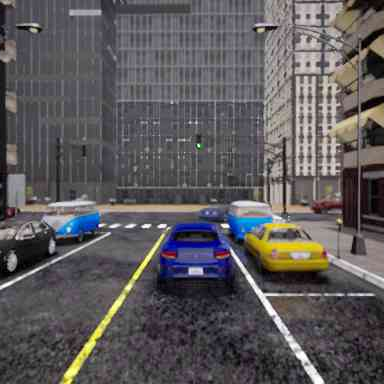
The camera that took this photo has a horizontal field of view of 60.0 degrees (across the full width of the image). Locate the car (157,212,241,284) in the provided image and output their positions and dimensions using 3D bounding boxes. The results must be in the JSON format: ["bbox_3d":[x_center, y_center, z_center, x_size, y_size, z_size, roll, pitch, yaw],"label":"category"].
[{"bbox_3d":[0.091,1.536,9.457,1.812,1.442,4.674,0,0,0],"label":"car"}]

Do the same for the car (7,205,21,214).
[{"bbox_3d":[-17.576,1.542,29.677,4.181,1.385,1.994,0,1,0],"label":"car"}]

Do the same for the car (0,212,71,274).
[{"bbox_3d":[-5.698,1.563,10.369,2.008,1.369,4.403,-1,0,0],"label":"car"}]

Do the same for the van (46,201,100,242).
[{"bbox_3d":[-5.700,1.360,15.971,1.690,1.788,3.998,-1,0,0],"label":"van"}]

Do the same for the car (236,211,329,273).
[{"bbox_3d":[2.682,1.537,10.508,1.752,1.417,4.829,-1,0,0],"label":"car"}]

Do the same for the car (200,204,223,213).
[{"bbox_3d":[2.622,1.635,26.801,2.033,1.411,5.357,0,0,36],"label":"car"}]

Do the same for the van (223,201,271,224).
[{"bbox_3d":[2.680,1.359,15.940,1.690,1.788,3.998,-1,0,0],"label":"van"}]

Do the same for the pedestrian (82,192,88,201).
[{"bbox_3d":[-12.385,0.938,38.375,0.375,1.860,0.375,0,0,0],"label":"pedestrian"}]

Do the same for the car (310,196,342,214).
[{"bbox_3d":[15.246,1.386,35.268,5.009,1.841,2.192,0,0,0],"label":"car"}]
